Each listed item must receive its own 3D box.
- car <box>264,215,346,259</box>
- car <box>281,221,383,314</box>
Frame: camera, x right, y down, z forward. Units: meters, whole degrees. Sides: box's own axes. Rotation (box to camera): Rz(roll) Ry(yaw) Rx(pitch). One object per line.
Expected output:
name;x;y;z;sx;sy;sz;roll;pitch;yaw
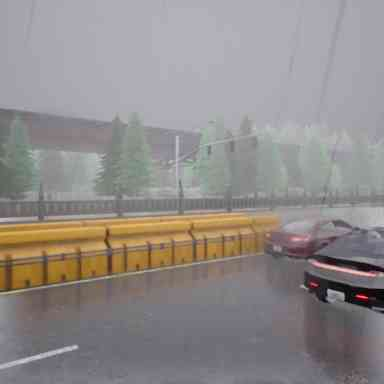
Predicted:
car;4.422;1.518;11.234;4.674;1.442;1.812;0;0;-35
car;4.360;1.486;6.902;4.902;1.511;2.128;0;0;-35
